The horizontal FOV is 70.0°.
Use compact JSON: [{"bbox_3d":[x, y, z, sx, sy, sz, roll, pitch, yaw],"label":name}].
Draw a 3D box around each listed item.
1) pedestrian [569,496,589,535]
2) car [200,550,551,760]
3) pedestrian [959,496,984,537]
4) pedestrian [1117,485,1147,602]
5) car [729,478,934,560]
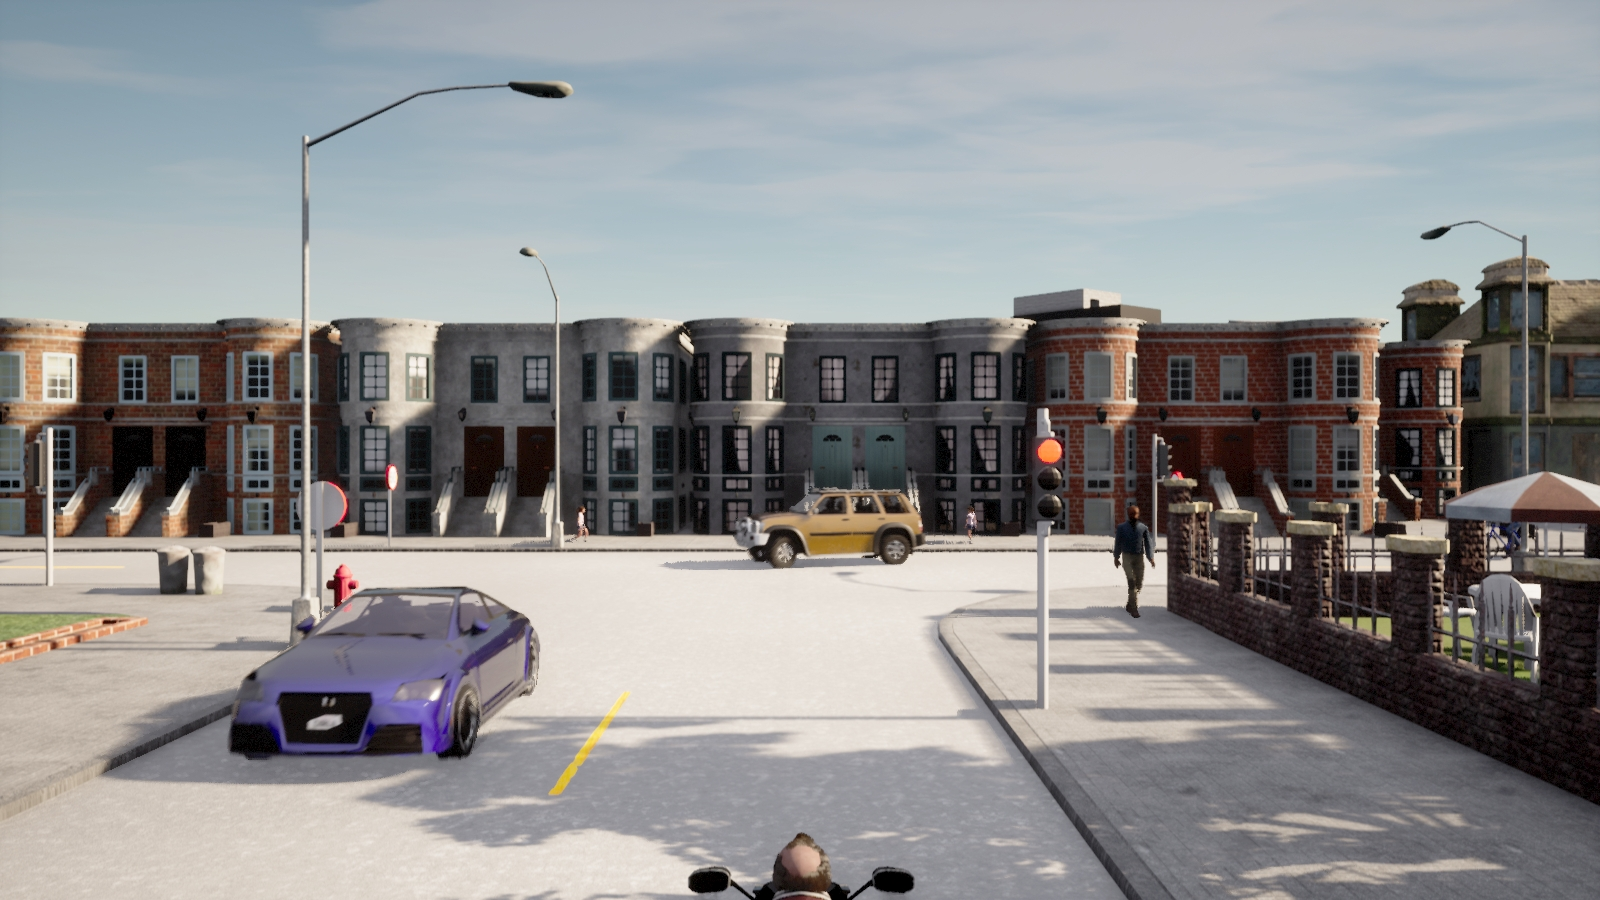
[{"bbox_3d":[-6.370,1.881,32.933,0.500,1.100,0.500,0,0,0],"label":"pedestrian"},{"bbox_3d":[-3.998,1.889,11.622,1.994,1.385,4.181,0,0,0],"label":"car"},{"bbox_3d":[4.871,1.881,32.419,0.500,1.100,0.500,0,0,44],"label":"pedestrian"},{"bbox_3d":[5.355,1.502,18.444,0.375,1.860,0.375,0,0,2],"label":"pedestrian"},{"bbox_3d":[0.759,1.623,27.882,4.605,1.855,1.932,0,-1,-18],"label":"car"}]
